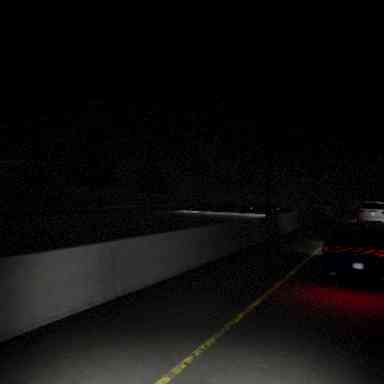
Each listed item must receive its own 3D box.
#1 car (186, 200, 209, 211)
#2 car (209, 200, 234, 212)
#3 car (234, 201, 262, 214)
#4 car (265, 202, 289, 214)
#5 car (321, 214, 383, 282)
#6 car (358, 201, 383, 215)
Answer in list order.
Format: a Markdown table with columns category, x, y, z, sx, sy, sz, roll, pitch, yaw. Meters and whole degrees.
| category | x | y | z | sx | sy | sz | roll | pitch | yaw |
| --- | --- | --- | --- | --- | --- | --- | --- | --- | --- |
| car | 1.177 | 1.878 | 46.007 | 2.033 | 1.411 | 5.357 | 1 | 0 | 30 |
| car | 4.552 | 1.878 | 44.857 | 1.882 | 1.535 | 5.008 | 1 | 0 | 30 |
| car | 7.647 | 1.938 | 43.224 | 1.882 | 1.535 | 5.008 | 1 | -1 | 30 |
| car | 10.660 | 2.043 | 41.447 | 1.812 | 1.442 | 4.674 | 1 | -1 | 30 |
| car | 5.245 | 1.665 | 10.180 | 1.882 | 1.535 | 5.008 | 1 | 0 | 30 |
| car | 14.748 | 1.736 | 26.960 | 2.150 | 2.045 | 5.566 | 1 | -1 | 30 |
